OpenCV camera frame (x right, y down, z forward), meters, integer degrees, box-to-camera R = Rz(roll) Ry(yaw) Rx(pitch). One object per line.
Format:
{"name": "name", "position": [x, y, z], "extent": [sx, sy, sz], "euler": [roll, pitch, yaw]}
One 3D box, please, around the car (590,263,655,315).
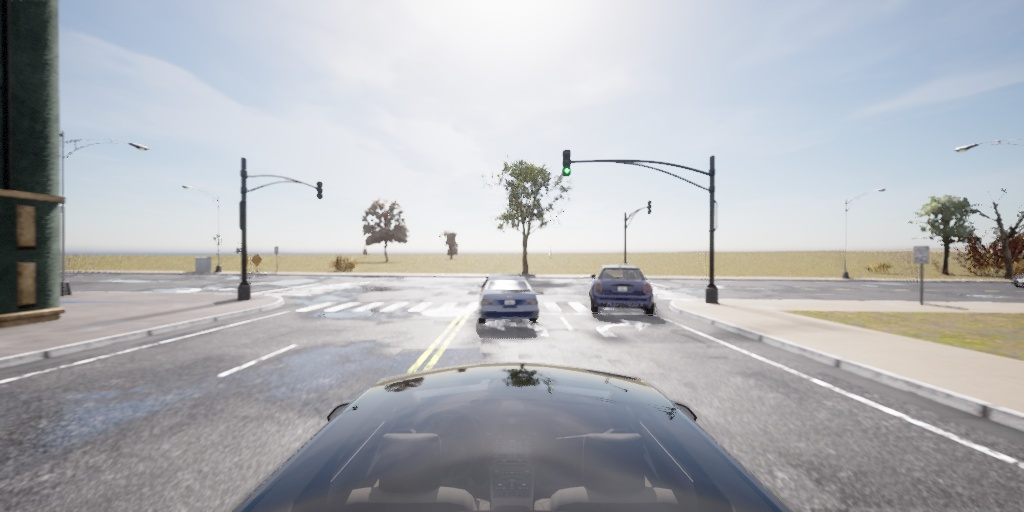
{"name": "car", "position": [4.177, 1.127, 13.978], "extent": [2.097, 1.767, 4.553], "euler": [0, 0, 14]}

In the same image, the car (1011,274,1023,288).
{"name": "car", "position": [38.686, 1.626, 25.412], "extent": [4.902, 1.511, 2.128], "euler": [1, 0, 2]}

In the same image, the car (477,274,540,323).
{"name": "car", "position": [-0.224, 1.314, 12.276], "extent": [2.033, 1.411, 5.357], "euler": [0, 0, -4]}

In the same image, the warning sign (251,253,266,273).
{"name": "warning sign", "position": [-23.472, 0.645, 32.996], "extent": [1.060, 1.860, 1.300], "euler": [0, 0, 1]}
